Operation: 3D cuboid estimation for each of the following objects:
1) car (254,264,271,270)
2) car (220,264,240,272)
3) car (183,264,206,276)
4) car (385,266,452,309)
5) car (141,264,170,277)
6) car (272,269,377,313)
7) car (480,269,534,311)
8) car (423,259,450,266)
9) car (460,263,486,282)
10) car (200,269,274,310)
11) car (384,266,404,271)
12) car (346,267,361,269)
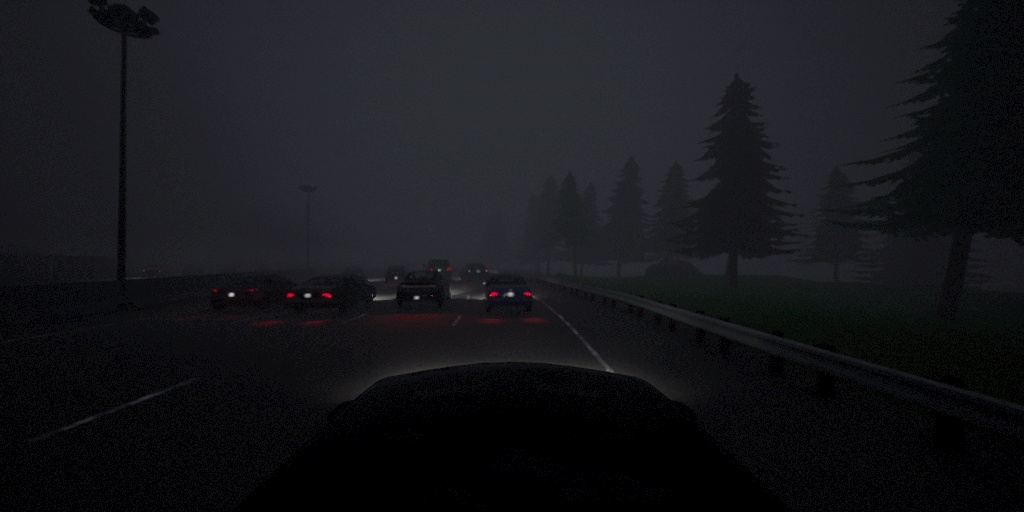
[{"bbox_3d":[-35.271,1.844,50.665,1.994,1.385,4.181,0,-1,-37],"label":"car"},{"bbox_3d":[-37.740,1.779,48.137,1.812,1.442,4.674,1,-1,-37],"label":"car"},{"bbox_3d":[-40.001,1.714,45.262,2.128,1.511,4.902,1,-1,-36],"label":"car"},{"bbox_3d":[-3.849,1.398,16.053,2.128,1.511,4.902,0,0,-5],"label":"car"},{"bbox_3d":[-42.797,1.677,43.179,1.882,1.535,5.008,1,-1,-36],"label":"car"},{"bbox_3d":[-7.238,1.440,14.871,2.033,1.411,5.357,0,-1,-5],"label":"car"},{"bbox_3d":[-0.251,1.445,15.299,2.033,1.411,5.357,0,-1,-5],"label":"car"},{"bbox_3d":[-6.727,1.306,32.286,2.150,2.045,5.566,0,0,-16],"label":"car"},{"bbox_3d":[-3.617,1.451,34.018,2.097,1.767,4.553,0,-1,-17],"label":"car"},{"bbox_3d":[-10.840,1.465,15.629,1.994,1.385,4.181,0,-1,-5],"label":"car"},{"bbox_3d":[-10.400,1.589,32.296,1.837,1.490,4.892,0,0,-17],"label":"car"},{"bbox_3d":[-13.736,1.634,31.238,1.994,1.385,4.181,0,-1,-17],"label":"car"}]
